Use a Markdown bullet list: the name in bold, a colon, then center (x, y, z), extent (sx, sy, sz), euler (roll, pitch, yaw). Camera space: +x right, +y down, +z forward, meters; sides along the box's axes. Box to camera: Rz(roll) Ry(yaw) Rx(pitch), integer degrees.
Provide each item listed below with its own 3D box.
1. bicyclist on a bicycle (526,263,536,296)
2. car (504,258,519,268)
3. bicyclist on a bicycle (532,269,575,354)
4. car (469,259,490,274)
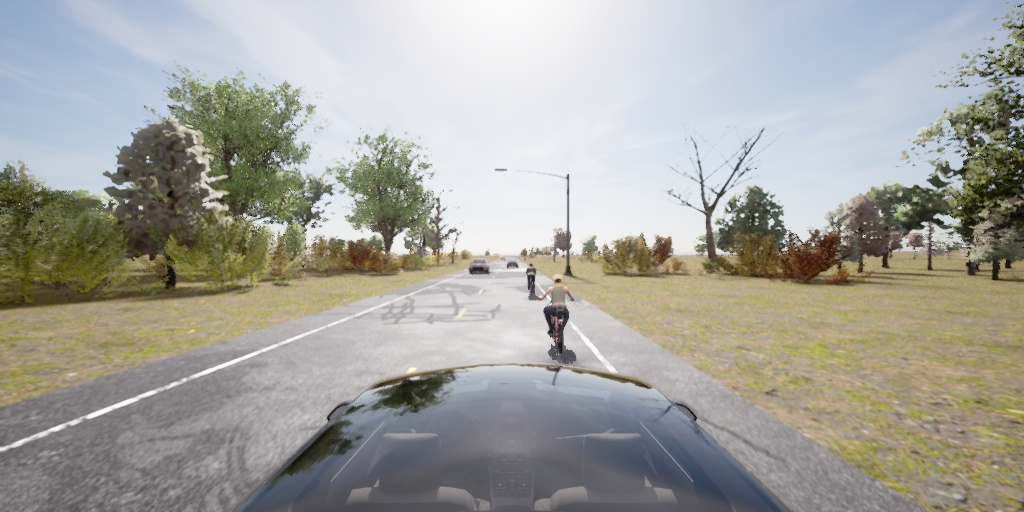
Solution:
- **bicyclist on a bicycle**: center (0.964, 1.194, 17.887), extent (0.582, 1.620, 1.656), euler (0, 0, 0)
- **car**: center (0.101, 1.233, 59.467), extent (1.812, 1.442, 4.674), euler (0, 0, 0)
- **bicyclist on a bicycle**: center (0.978, 1.184, 7.807), extent (0.866, 1.612, 1.509), euler (0, 0, 0)
- **car**: center (-3.593, 1.077, 40.054), extent (2.097, 1.767, 4.553), euler (0, 0, 0)
